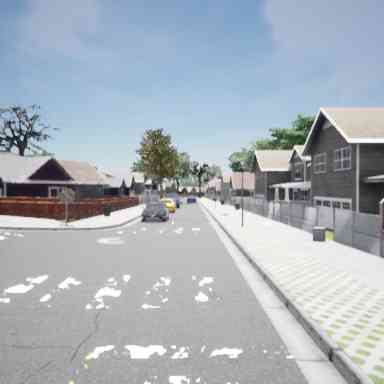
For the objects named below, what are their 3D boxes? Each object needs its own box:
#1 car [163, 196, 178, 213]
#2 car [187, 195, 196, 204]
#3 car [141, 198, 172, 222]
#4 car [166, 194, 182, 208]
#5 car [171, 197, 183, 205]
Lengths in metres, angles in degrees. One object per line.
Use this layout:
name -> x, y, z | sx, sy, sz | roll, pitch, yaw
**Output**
car -> -2.871, 1.489, 37.057 | 1.882, 1.535, 5.008 | 0, 0, 0
car -> -0.050, 1.564, 68.218 | 1.882, 1.535, 5.008 | 0, 0, 0
car -> -2.862, 1.503, 26.603 | 1.837, 1.490, 4.892 | 0, 0, 0
car -> -2.867, 1.252, 47.642 | 2.150, 2.045, 5.566 | 0, 0, 0
car -> -2.798, 1.676, 62.668 | 1.895, 1.301, 4.718 | 0, 0, 0
